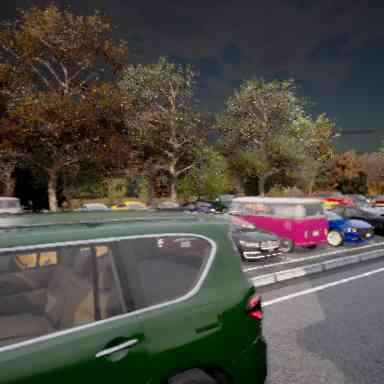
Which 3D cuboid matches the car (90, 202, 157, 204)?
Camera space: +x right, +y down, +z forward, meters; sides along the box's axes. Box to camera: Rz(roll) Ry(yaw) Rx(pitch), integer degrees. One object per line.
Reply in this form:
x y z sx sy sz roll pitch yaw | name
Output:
-1.378 1.365 10.295 2.185 1.767 4.553 0 0 -35 | car

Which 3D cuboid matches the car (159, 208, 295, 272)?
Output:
0.980 1.472 11.998 2.231 1.521 4.892 0 0 -35 | car

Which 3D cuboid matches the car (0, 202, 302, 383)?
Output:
-1.897 1.223 2.330 5.566 2.045 2.150 0 0 -35 | car

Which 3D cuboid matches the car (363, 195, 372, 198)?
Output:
18.497 1.237 40.295 2.231 1.521 4.892 -1 0 -35 | car

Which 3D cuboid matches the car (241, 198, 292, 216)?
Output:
7.107 1.388 32.286 2.002 1.452 4.674 -1 0 -35 | car

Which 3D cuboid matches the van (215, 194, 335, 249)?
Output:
3.193 1.226 13.688 1.878 1.987 4.442 0 0 -35 | van

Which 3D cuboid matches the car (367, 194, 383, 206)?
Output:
27.612 1.137 46.700 2.097 1.535 5.008 -1 0 -35 | car

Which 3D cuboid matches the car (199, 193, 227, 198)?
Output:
2.566 1.140 29.057 2.435 2.045 5.566 0 0 -35 | car

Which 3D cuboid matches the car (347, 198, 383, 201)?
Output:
12.477 1.368 19.844 1.946 1.575 5.366 -1 0 -35 | car

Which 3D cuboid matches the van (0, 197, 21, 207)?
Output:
-11.055 1.280 19.377 1.878 1.987 4.442 0 0 -35 | van

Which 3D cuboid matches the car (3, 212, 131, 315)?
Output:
-3.677 1.505 8.945 1.946 1.575 5.366 0 0 -35 | car

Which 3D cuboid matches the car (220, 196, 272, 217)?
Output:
4.846 1.244 30.656 2.185 1.767 4.553 -1 0 -35 | car

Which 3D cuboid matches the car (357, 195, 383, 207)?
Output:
25.353 1.192 45.069 2.163 1.488 4.792 -1 0 -35 | car

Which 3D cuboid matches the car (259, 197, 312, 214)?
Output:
9.389 1.327 33.880 2.097 1.535 5.008 -1 0 -35 | car

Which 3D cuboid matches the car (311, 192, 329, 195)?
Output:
11.682 1.179 35.459 2.185 1.767 4.553 -1 0 -35 | car

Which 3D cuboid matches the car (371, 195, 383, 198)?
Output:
14.665 1.224 21.569 2.185 1.767 4.553 -1 0 -35 | car

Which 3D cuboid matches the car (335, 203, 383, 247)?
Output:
5.536 1.432 15.199 2.097 1.535 5.008 0 0 -35 | car

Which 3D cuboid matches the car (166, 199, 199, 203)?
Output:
-2.010 1.431 25.884 2.231 1.521 4.892 0 0 -35 | car

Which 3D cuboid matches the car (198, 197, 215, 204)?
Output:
0.254 1.440 27.502 2.163 1.488 4.792 -1 0 -35 | car

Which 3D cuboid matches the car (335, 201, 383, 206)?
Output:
7.819 1.412 16.790 2.097 1.535 5.008 0 0 -35 | car

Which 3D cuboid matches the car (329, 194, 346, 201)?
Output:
13.940 1.282 37.090 2.097 1.535 5.008 -1 0 -35 | car

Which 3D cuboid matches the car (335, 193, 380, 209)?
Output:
20.761 1.086 41.916 2.185 1.767 4.553 -1 0 -35 | car

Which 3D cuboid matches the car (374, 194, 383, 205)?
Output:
29.684 1.110 48.376 1.946 1.575 5.366 -1 0 -35 | car

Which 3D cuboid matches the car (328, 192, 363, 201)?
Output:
16.237 1.008 38.665 2.435 2.045 5.566 -1 0 -35 | car
